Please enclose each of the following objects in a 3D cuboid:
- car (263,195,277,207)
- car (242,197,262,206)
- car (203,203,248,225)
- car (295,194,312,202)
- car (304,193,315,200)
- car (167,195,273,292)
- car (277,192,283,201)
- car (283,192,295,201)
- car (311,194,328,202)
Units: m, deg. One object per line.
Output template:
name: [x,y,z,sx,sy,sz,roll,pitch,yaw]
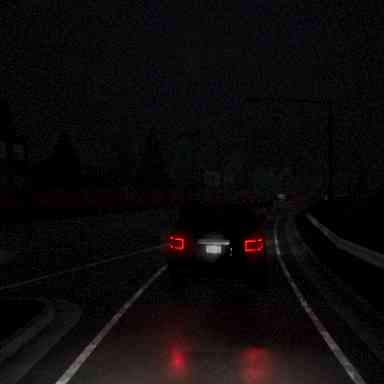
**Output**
car: [10.015,1.345,46.710,2.097,1.767,4.553,0,0,27]
car: [9.717,1.519,53.740,1.812,1.442,4.674,0,0,27]
car: [2.605,1.561,24.827,1.994,1.385,4.181,0,0,27]
car: [26.383,1.344,78.475,2.097,1.767,4.553,0,0,27]
car: [30.989,1.215,87.354,2.097,1.767,4.553,0,0,27]
car: [0.865,1.220,9.175,2.150,2.045,5.566,0,0,9]
car: [19.991,1.514,81.356,2.128,1.511,4.902,0,0,27]
car: [24.249,1.515,81.963,2.128,1.511,4.902,0,0,27]
car: [29.524,1.543,76.931,1.994,1.385,4.181,0,0,27]
